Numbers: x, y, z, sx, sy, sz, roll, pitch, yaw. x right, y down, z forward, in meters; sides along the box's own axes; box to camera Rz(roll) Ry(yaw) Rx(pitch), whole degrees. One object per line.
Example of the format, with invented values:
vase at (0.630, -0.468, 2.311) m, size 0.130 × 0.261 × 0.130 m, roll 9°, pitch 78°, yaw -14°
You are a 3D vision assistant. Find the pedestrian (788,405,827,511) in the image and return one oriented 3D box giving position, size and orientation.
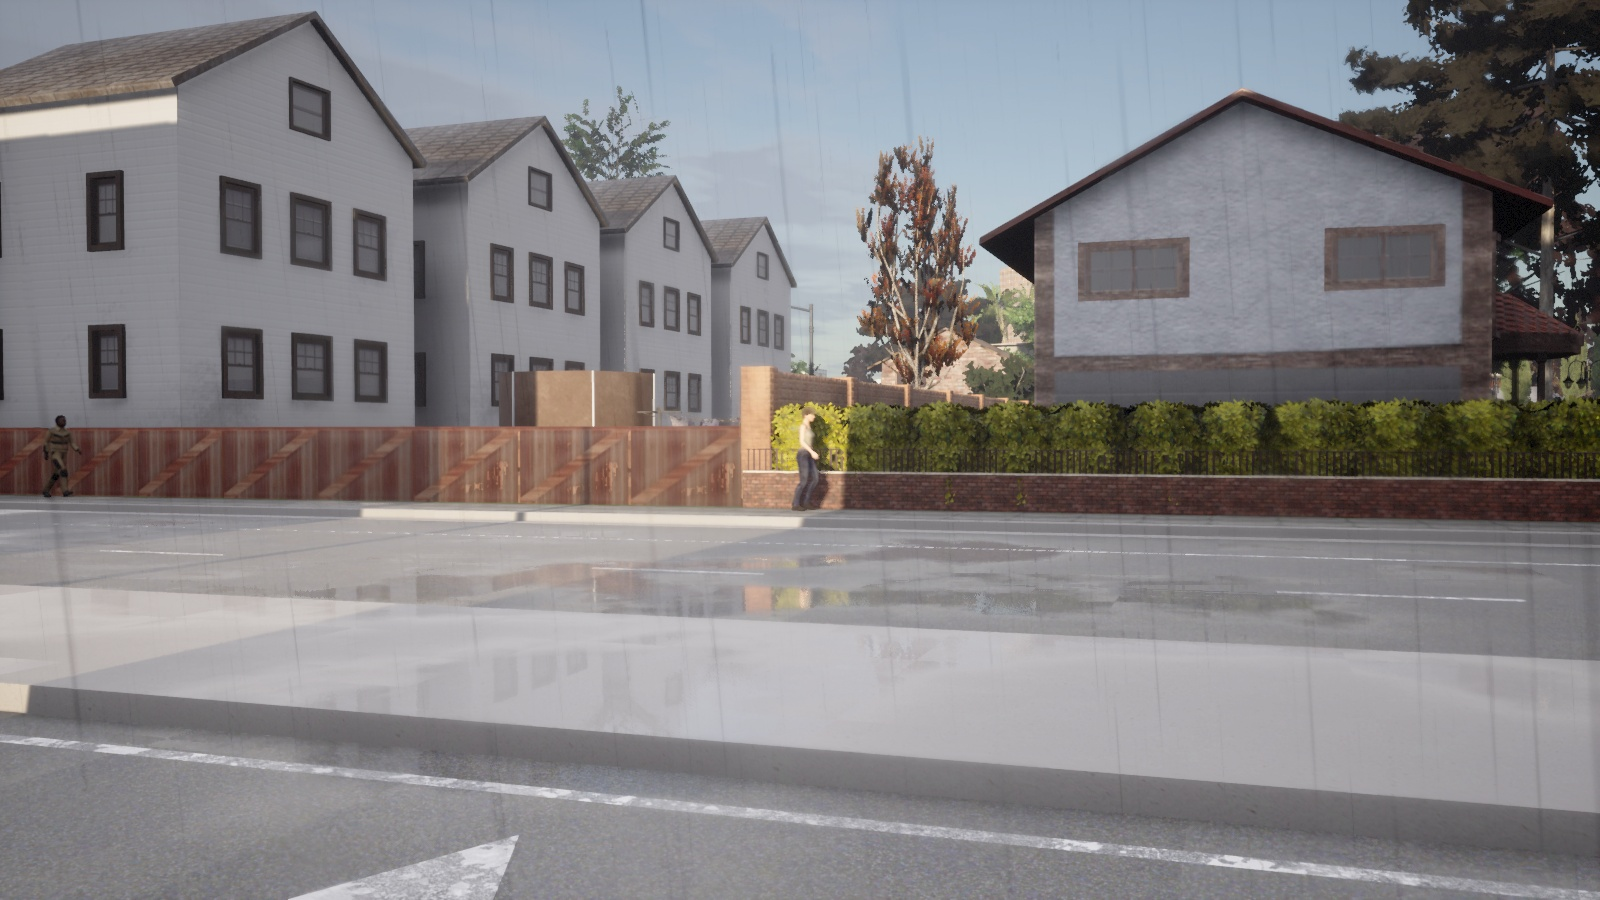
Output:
pedestrian at (0.129, 0.132, 21.840) m, size 0.594 × 1.836 × 0.345 m, roll 1°, pitch 1°, yaw 20°

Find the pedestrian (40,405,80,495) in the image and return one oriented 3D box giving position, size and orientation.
pedestrian at (-16.032, -0.014, 27.204) m, size 0.692 × 1.930 × 0.396 m, roll 1°, pitch 1°, yaw 21°
